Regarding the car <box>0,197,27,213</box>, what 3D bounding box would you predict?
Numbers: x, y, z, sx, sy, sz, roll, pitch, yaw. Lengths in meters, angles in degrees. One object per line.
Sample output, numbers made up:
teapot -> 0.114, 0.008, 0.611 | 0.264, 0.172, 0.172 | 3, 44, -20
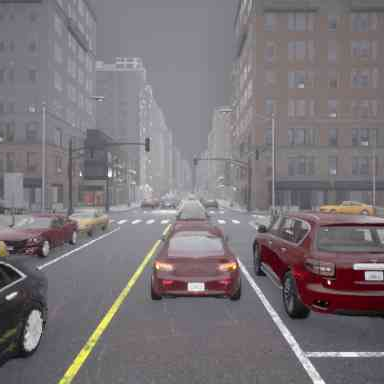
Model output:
car -> -17.266, 1.198, 29.723 | 4.553, 1.767, 2.097 | 1, -1, 0

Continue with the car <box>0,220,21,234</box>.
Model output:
car -> -5.850, 1.527, 7.116 | 1.752, 1.417, 4.829 | 1, 0, 0

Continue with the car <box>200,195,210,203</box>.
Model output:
car -> 2.666, 1.594, 51.221 | 1.802, 1.307, 4.206 | 1, 0, 0

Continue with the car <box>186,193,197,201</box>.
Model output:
car -> -0.015, 1.570, 85.281 | 2.033, 1.411, 5.357 | 0, 0, 0

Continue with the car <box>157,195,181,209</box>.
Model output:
car -> -3.092, 1.502, 45.464 | 2.128, 1.511, 4.902 | 0, 0, 1

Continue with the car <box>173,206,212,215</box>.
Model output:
car -> 0.060, 1.605, 17.413 | 1.895, 1.301, 4.718 | 0, 0, 0

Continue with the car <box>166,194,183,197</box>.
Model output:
car -> -3.098, 1.561, 55.315 | 2.033, 1.411, 5.357 | 0, 0, 0

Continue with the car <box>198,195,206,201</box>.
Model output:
car -> 2.659, 1.599, 90.934 | 1.947, 1.339, 4.313 | 1, 0, 0

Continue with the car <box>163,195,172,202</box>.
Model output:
car -> -5.863, 1.466, 79.592 | 1.967, 1.590, 4.097 | 1, 0, 0

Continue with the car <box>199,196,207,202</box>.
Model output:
car -> 2.661, 1.608, 79.588 | 1.802, 1.307, 4.206 | 1, 0, 0

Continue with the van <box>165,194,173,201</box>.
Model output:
van -> -5.863, 1.371, 85.265 | 1.690, 1.788, 3.998 | 1, 0, 0

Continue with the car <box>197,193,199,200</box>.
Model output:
car -> 2.666, 1.335, 68.241 | 2.192, 1.841, 5.009 | 1, 0, 0

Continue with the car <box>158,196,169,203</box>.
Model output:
car -> -5.862, 1.602, 68.247 | 1.802, 1.307, 4.206 | 1, 0, 0

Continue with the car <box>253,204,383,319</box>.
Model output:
car -> 2.678, 1.317, 7.279 | 2.192, 1.841, 5.009 | 1, 0, 0

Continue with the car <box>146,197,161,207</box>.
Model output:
car -> -5.859, 1.557, 51.228 | 1.887, 1.381, 4.507 | 1, 0, 0

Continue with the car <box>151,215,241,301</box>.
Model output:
car -> 0.084, 1.528, 8.235 | 1.812, 1.442, 4.674 | 0, 0, 0

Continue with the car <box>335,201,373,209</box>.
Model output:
car -> 15.118, 1.642, 32.745 | 5.008, 1.535, 1.882 | 0, -1, 1

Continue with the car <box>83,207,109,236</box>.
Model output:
car -> -5.852, 1.529, 18.365 | 1.752, 1.417, 4.829 | 1, 0, 0

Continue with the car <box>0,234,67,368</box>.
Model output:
car -> -3.087, 1.505, 3.192 | 1.837, 1.490, 4.892 | 0, 0, 0

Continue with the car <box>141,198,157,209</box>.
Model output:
car -> -5.858, 1.555, 45.555 | 1.887, 1.381, 4.507 | 1, 0, 0

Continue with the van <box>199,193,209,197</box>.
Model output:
van -> 2.667, 1.358, 62.568 | 1.690, 1.788, 3.998 | 1, 0, 0

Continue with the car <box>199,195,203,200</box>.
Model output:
car -> 2.665, 1.597, 56.894 | 1.802, 1.307, 4.206 | 1, 0, 0

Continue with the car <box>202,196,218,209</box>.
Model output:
car -> 2.668, 1.593, 45.548 | 1.802, 1.307, 4.206 | 1, 0, 0

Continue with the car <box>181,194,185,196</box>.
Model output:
car -> -3.043, 1.566, 65.744 | 2.033, 1.411, 5.357 | 0, 0, 1

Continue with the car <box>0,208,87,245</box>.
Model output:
car -> -5.851, 1.547, 12.911 | 1.887, 1.381, 4.507 | 1, 0, 0
